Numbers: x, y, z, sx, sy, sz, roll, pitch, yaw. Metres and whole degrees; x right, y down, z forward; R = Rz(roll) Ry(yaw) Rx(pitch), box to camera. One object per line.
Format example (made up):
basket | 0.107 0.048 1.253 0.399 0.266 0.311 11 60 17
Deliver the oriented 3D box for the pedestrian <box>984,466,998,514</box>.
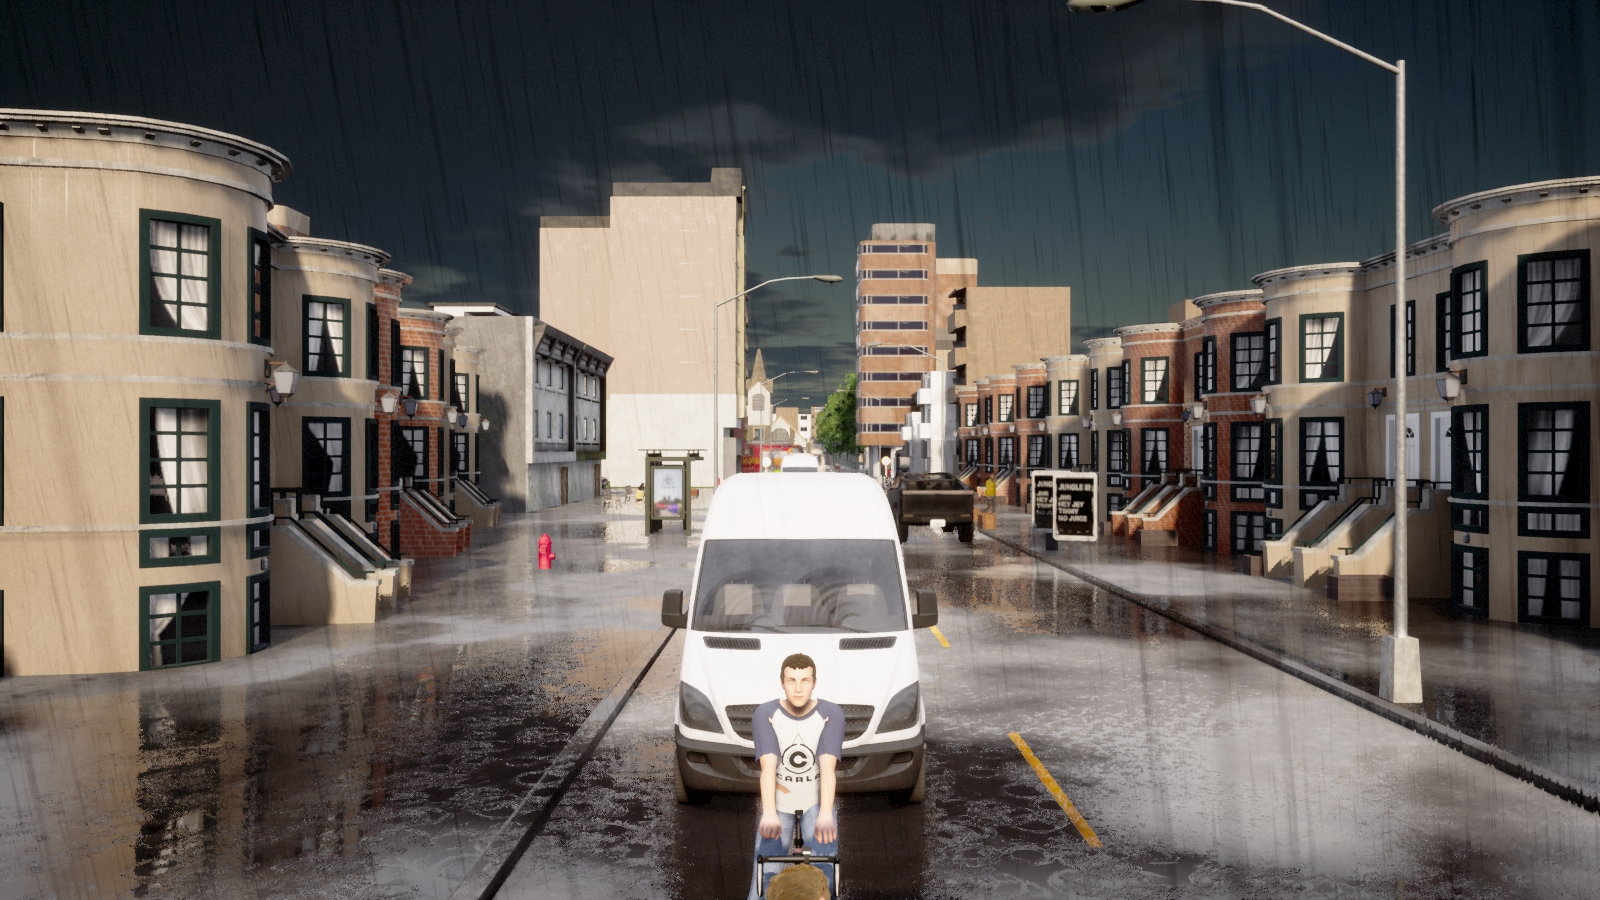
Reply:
pedestrian | 7.475 1.543 44.686 0.375 1.860 0.375 0 0 -35

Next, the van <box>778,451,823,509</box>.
van | 0.005 1.336 53.331 1.988 2.561 5.915 0 0 0

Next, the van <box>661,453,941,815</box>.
van | 0.003 1.319 11.084 1.988 2.561 5.915 0 0 0

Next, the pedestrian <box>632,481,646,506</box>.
pedestrian | -7.229 1.929 51.335 0.500 1.100 0.500 0 0 -20

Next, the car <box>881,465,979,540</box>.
car | 4.001 1.548 36.258 2.390 2.098 6.274 0 0 0
